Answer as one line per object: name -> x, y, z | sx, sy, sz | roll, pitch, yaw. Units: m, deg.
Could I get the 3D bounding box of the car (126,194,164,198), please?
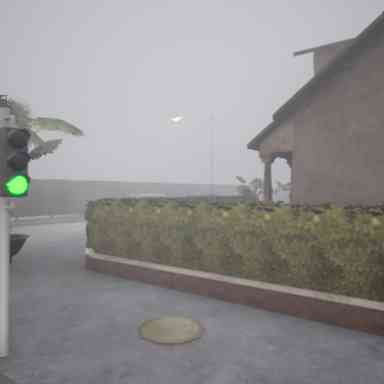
car -> -4.318, 1.166, 27.006 | 2.150, 2.045, 5.566 | 0, 0, 36

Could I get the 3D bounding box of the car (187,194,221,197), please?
car -> 1.537, 1.181, 28.142 | 2.150, 2.045, 5.566 | 0, 0, 36
